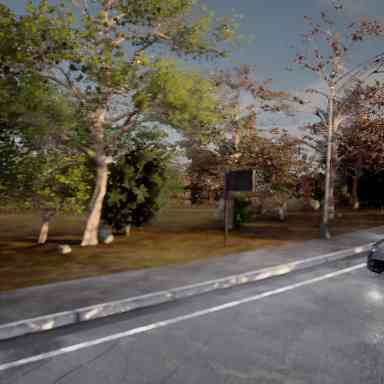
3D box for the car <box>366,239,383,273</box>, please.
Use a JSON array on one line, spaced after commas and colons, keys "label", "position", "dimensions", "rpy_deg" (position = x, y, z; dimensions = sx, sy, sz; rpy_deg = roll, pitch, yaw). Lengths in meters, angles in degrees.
[{"label": "car", "position": [6.655, 1.552, 9.362], "dimensions": [4.181, 1.385, 1.994], "rpy_deg": [0, 0, -40]}]
